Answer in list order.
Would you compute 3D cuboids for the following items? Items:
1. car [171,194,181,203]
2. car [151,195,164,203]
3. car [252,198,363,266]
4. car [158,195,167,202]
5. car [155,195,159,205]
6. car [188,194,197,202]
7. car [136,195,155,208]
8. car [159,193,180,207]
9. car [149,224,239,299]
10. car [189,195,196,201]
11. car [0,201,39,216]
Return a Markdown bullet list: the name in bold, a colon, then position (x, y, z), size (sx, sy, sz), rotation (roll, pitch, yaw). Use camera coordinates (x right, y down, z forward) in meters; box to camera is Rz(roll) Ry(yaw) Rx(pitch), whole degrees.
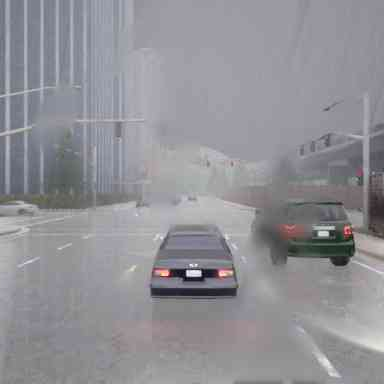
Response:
- **car**: position (-3.464, 1.355, 72.558), size (2.097, 1.767, 4.553), rotation (0, 0, 0)
- **car**: position (-6.979, 1.491, 68.031), size (2.128, 1.511, 4.902), rotation (0, 0, 0)
- **car**: position (3.577, 1.221, 11.674), size (2.150, 2.045, 5.566), rotation (0, 0, 1)
- **car**: position (-6.961, 1.516, 78.269), size (1.812, 1.442, 4.674), rotation (0, 0, 0)
- **car**: position (-7.050, 1.352, 58.094), size (2.097, 1.767, 4.553), rotation (0, 0, 0)
- **car**: position (0.039, 1.355, 78.660), size (2.097, 1.767, 4.553), rotation (0, 0, 0)
- **car**: position (-7.067, 1.504, 48.902), size (1.837, 1.490, 4.892), rotation (0, 0, 0)
- **car**: position (-3.561, 1.221, 52.829), size (2.150, 2.045, 5.566), rotation (0, 0, 0)
- **car**: position (0.059, 1.547, 8.642), size (2.033, 1.411, 5.357), rotation (0, 0, 1)
- **car**: position (0.045, 1.500, 88.905), size (1.837, 1.490, 4.892), rotation (0, 0, 0)
- **car**: position (-17.299, 1.581, 32.172), size (4.674, 1.442, 1.812), rotation (0, 0, 0)
